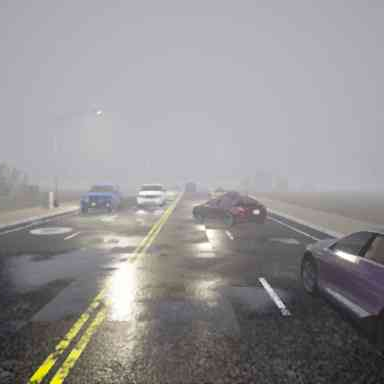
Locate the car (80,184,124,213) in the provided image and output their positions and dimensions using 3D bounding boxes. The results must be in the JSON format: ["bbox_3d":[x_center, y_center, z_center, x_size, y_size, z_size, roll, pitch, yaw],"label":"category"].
[{"bbox_3d":[-6.699,0.401,25.341,2.150,2.045,5.566,0,2,0],"label":"car"}]

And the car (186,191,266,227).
[{"bbox_3d":[1.908,0.923,17.898,2.163,1.488,4.792,-1,2,-30],"label":"car"}]

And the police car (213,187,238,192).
[{"bbox_3d":[3.144,0.631,26.998,2.038,1.542,4.974,0,2,0],"label":"police car"}]

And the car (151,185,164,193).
[{"bbox_3d":[-6.769,-0.604,65.605,2.033,1.411,5.357,0,2,0],"label":"car"}]

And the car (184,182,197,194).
[{"bbox_3d":[-0.233,-0.703,58.978,2.150,2.045,5.566,0,2,0],"label":"car"}]

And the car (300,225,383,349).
[{"bbox_3d":[3.231,1.266,5.006,2.033,1.649,4.856,0,2,0],"label":"car"}]

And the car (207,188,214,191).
[{"bbox_3d":[3.099,0.218,38.180,1.801,1.575,5.366,0,2,0],"label":"car"}]

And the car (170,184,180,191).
[{"bbox_3d":[-3.532,-1.042,70.946,1.882,1.535,5.008,0,2,0],"label":"car"}]

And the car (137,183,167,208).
[{"bbox_3d":[-3.464,0.261,29.634,2.150,2.045,5.566,0,2,0],"label":"car"}]
